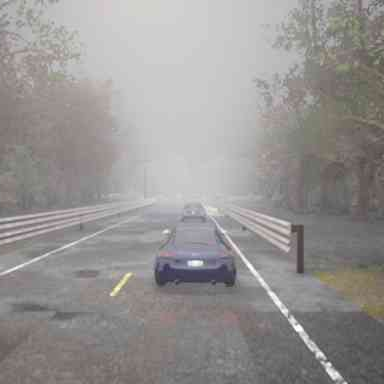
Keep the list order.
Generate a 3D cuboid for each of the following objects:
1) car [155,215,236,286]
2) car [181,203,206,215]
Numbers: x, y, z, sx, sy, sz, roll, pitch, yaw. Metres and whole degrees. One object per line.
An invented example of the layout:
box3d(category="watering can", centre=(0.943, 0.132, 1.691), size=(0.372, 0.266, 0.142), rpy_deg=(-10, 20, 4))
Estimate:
box3d(category="car", centre=(0.090, 1.579, 9.501), size=(1.994, 1.385, 4.181), rpy_deg=(0, 0, 0))
box3d(category="car", centre=(0.131, 1.587, 26.792), size=(2.033, 1.411, 5.357), rpy_deg=(0, 0, 0))
